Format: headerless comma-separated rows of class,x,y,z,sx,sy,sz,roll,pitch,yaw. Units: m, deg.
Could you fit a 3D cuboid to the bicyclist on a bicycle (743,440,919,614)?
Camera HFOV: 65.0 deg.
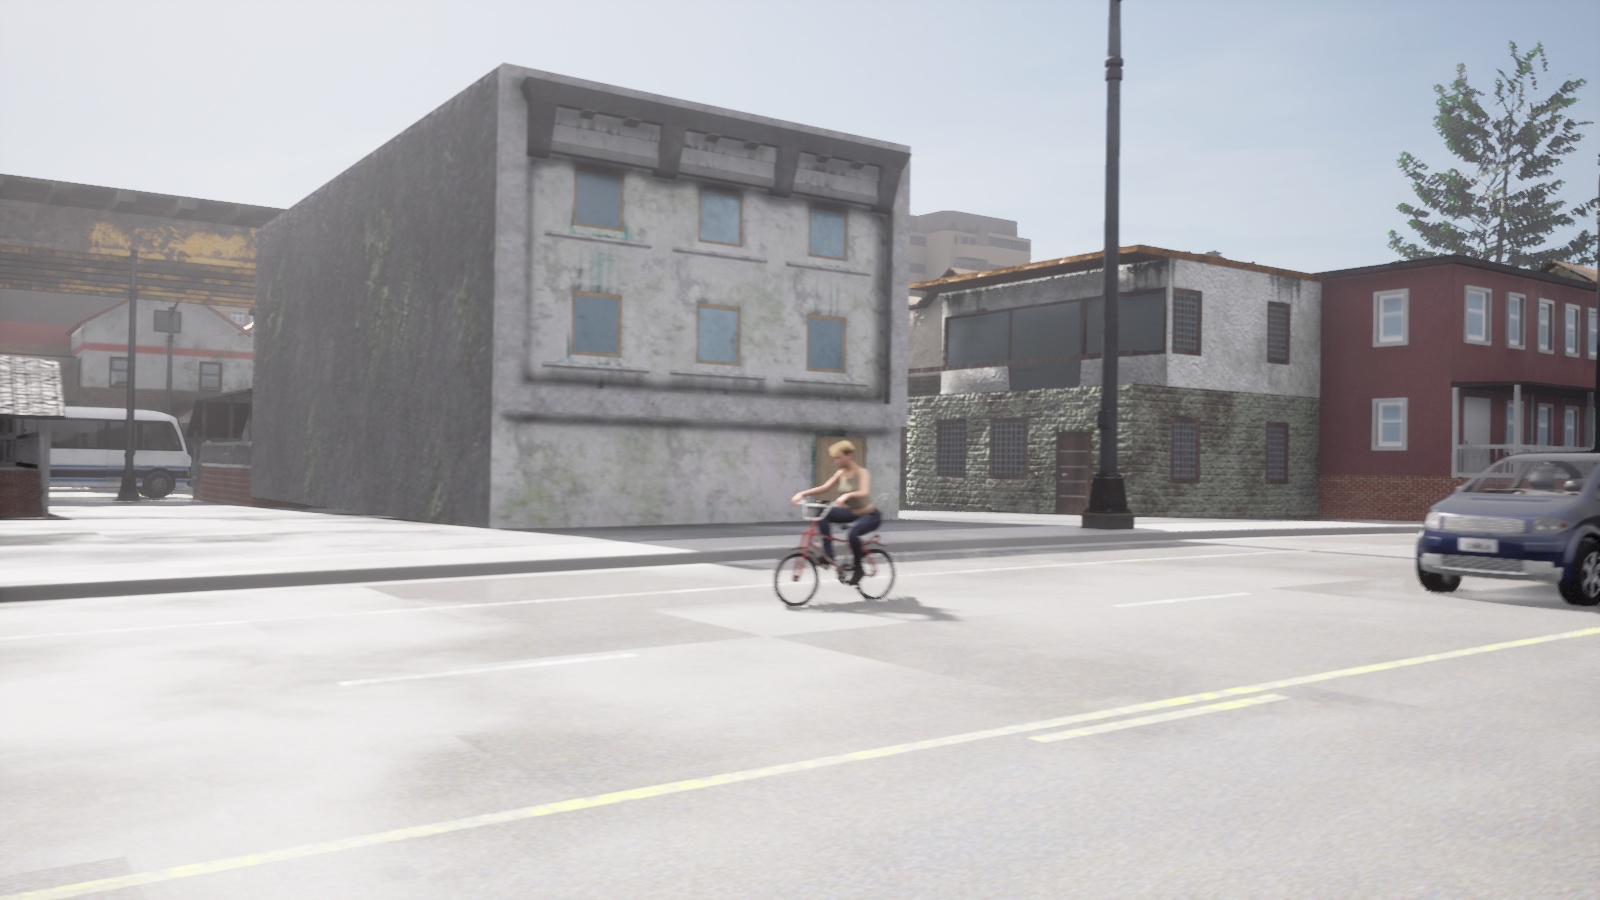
bicyclist on a bicycle,0.311,0.712,12.389,1.509,1.612,0.866,0,0,-35

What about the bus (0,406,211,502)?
bus,-33.553,0.252,58.787,10.273,4.253,3.944,1,-1,-35

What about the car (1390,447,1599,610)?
car,8.326,0.762,13.718,3.705,1.549,1.789,1,-1,-35
